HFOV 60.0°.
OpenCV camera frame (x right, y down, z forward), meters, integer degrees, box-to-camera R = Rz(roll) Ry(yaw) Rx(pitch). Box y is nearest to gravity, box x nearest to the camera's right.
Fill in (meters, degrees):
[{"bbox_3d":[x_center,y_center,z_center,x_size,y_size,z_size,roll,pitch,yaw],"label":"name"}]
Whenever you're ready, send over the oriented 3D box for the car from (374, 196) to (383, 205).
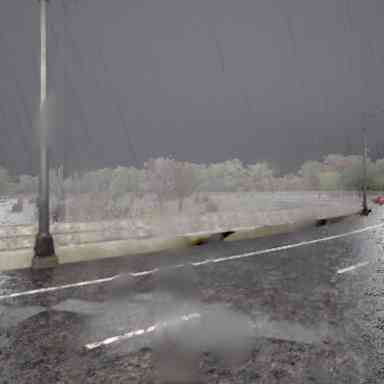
[{"bbox_3d":[36.850,1.550,64.400,2.097,1.767,4.553,0,0,14],"label":"car"}]
